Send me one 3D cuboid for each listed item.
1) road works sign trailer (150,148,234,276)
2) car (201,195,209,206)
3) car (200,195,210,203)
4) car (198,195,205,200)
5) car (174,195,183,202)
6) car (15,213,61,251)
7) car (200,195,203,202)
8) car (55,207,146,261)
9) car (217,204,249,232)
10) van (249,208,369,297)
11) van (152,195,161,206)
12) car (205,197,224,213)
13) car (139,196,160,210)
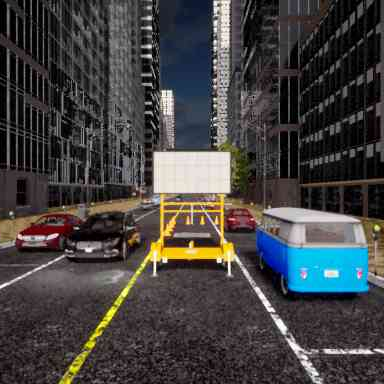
[{"bbox_3d":[0.001,0.464,10.288,2.380,3.560,2.880,0,0,0],"label":"road works sign trailer"},{"bbox_3d":[2.697,1.544,48.116,2.008,1.369,4.403,0,0,0],"label":"car"},{"bbox_3d":[2.701,1.401,70.885,1.967,1.590,4.097,0,0,0],"label":"car"},{"bbox_3d":[2.705,1.462,93.655,1.887,1.381,4.507,0,0,0],"label":"car"},{"bbox_3d":[-2.990,1.482,73.931,1.812,1.442,4.674,0,0,0],"label":"car"},{"bbox_3d":[-5.689,1.581,13.965,1.802,1.307,4.206,0,0,0],"label":"car"},{"bbox_3d":[2.698,1.538,53.808,2.008,1.369,4.403,0,0,0],"label":"car"},{"bbox_3d":[-3.099,1.504,12.404,1.837,1.490,4.892,0,0,0],"label":"car"},{"bbox_3d":[2.693,1.581,19.653,1.802,1.307,4.206,0,0,0],"label":"car"},{"bbox_3d":[2.691,1.341,8.269,1.690,1.788,3.998,0,0,0],"label":"van"},{"bbox_3d":[-5.682,1.328,53.813,1.690,1.788,3.998,0,0,0],"label":"van"},{"bbox_3d":[2.695,1.581,36.731,1.802,1.307,4.206,0,0,0],"label":"car"},{"bbox_3d":[-5.684,1.548,42.428,2.008,1.369,4.403,0,0,0],"label":"car"}]
